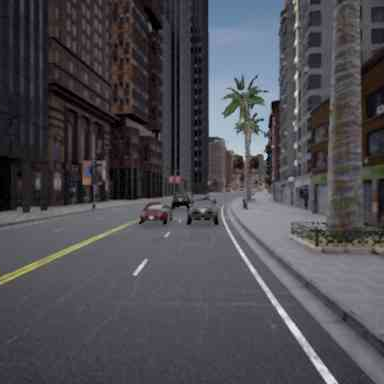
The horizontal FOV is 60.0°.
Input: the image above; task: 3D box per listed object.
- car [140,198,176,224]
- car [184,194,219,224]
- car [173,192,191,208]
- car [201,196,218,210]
[{"bbox_3d":[-2.456,1.435,23.511,1.812,1.442,4.674,0,1,3],"label":"car"},{"bbox_3d":[0.826,1.256,23.870,2.097,1.767,4.553,0,0,4],"label":"car"},{"bbox_3d":[-1.043,1.019,41.018,2.150,2.045,5.566,0,1,6],"label":"car"},{"bbox_3d":[2.182,1.301,40.578,1.837,1.490,4.892,0,1,6],"label":"car"}]
